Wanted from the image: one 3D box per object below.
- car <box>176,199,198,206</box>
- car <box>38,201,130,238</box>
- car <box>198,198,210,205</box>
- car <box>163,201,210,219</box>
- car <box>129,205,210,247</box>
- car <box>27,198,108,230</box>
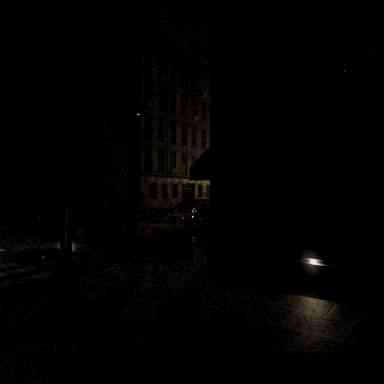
[{"bbox_3d":[0.613,1.322,25.992,2.097,1.767,4.553,0,0,35],"label":"car"},{"bbox_3d":[-5.222,1.457,17.823,1.882,1.535,5.008,0,0,34],"label":"car"},{"bbox_3d":[2.833,1.314,19.662,2.192,1.841,5.009,0,0,36],"label":"car"},{"bbox_3d":[-0.394,1.522,28.956,1.947,1.339,4.313,0,0,36],"label":"car"},{"bbox_3d":[-0.371,1.530,15.180,1.752,1.417,4.829,0,0,36],"label":"car"},{"bbox_3d":[-6.994,1.282,19.714,2.192,1.841,5.009,0,0,36],"label":"car"}]
